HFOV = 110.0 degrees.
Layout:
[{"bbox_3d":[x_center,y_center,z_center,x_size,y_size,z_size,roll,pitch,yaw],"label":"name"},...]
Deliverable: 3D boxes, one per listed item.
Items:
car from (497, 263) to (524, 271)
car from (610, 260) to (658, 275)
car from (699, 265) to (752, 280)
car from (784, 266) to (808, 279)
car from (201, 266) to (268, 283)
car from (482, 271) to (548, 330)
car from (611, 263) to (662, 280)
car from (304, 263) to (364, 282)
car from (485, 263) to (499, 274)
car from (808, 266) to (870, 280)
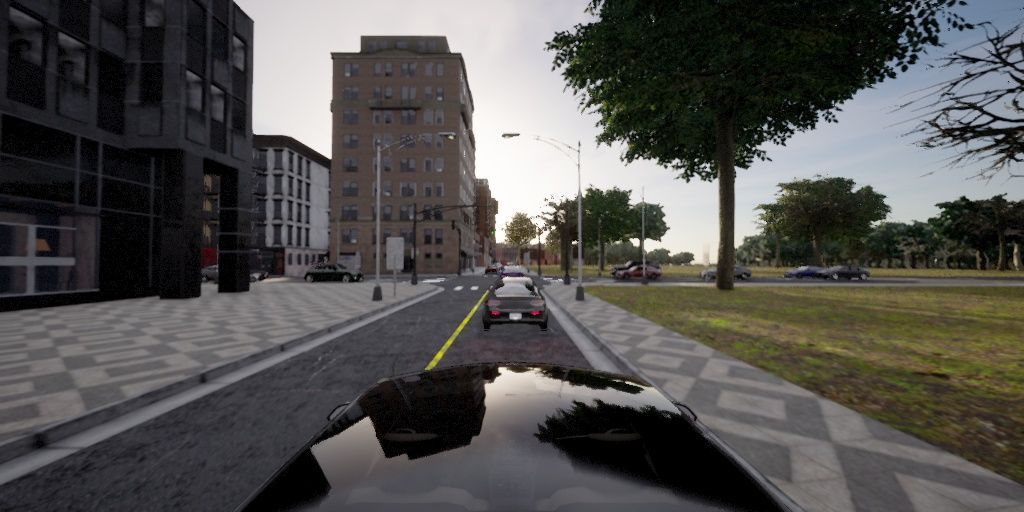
[{"bbox_3d":[-0.002,1.563,28.855,1.882,1.535,5.008,0,-1,0],"label":"car"},{"bbox_3d":[14.059,1.527,40.867,5.566,2.045,2.150,0,-1,0],"label":"car"},{"bbox_3d":[22.433,1.731,37.635,4.902,1.511,2.128,0,-1,0],"label":"car"},{"bbox_3d":[33.696,1.854,40.910,4.674,1.442,1.812,0,-1,0],"label":"car"},{"bbox_3d":[-24.325,1.555,30.791,4.902,1.511,2.128,0,-1,0],"label":"car"},{"bbox_3d":[0.085,1.395,11.496,1.812,1.442,4.674,0,0,0],"label":"car"},{"bbox_3d":[13.235,1.756,37.592,4.674,1.442,1.812,0,-1,-3],"label":"car"},{"bbox_3d":[-15.188,1.412,30.822,4.553,1.767,2.097,0,-1,0],"label":"car"},{"bbox_3d":[-2.985,2.031,53.719,1.895,1.301,4.718,0,-1,1],"label":"car"},{"bbox_3d":[34.607,1.760,37.662,4.892,1.490,1.837,0,-1,0],"label":"car"}]
